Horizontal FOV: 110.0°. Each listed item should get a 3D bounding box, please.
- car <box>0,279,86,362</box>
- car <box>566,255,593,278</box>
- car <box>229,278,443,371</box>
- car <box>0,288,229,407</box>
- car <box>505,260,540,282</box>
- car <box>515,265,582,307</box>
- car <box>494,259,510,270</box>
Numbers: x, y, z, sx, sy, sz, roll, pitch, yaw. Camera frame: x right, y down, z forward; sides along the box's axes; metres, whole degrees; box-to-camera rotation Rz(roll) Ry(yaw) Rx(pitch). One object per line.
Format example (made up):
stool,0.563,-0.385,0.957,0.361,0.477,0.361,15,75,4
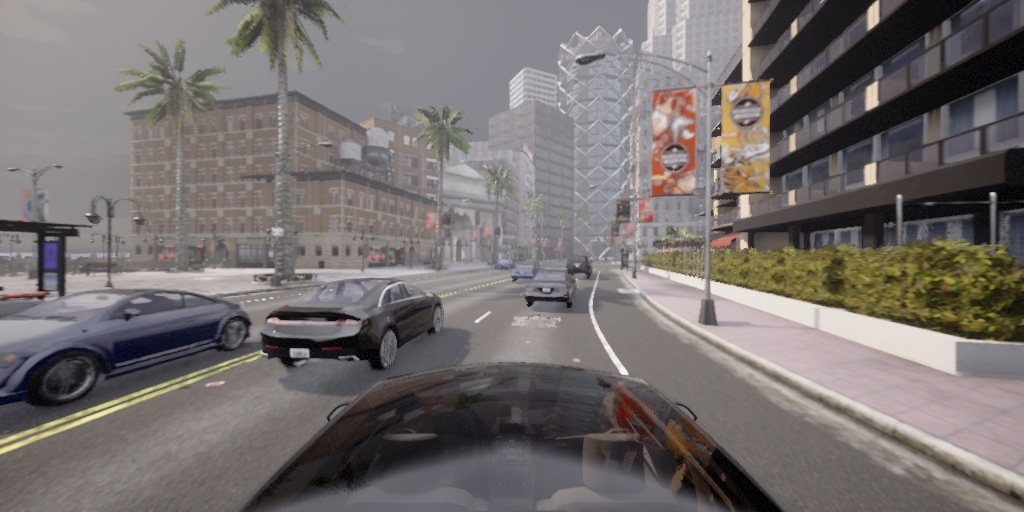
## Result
car,-10.370,1.221,5.130,2.033,1.411,5.357,0,0,3
car,6.276,0.939,33.452,2.150,2.045,5.566,0,0,14
car,-2.895,1.209,7.680,2.128,1.511,4.902,0,0,5
car,-6.722,1.260,6.031,1.994,1.385,4.181,0,0,4
car,1.317,1.245,28.193,2.033,1.411,5.357,0,0,14
car,1.797,1.278,15.489,2.033,1.411,5.357,0,0,13
car,-0.941,1.157,48.016,1.882,1.535,5.008,0,0,14
